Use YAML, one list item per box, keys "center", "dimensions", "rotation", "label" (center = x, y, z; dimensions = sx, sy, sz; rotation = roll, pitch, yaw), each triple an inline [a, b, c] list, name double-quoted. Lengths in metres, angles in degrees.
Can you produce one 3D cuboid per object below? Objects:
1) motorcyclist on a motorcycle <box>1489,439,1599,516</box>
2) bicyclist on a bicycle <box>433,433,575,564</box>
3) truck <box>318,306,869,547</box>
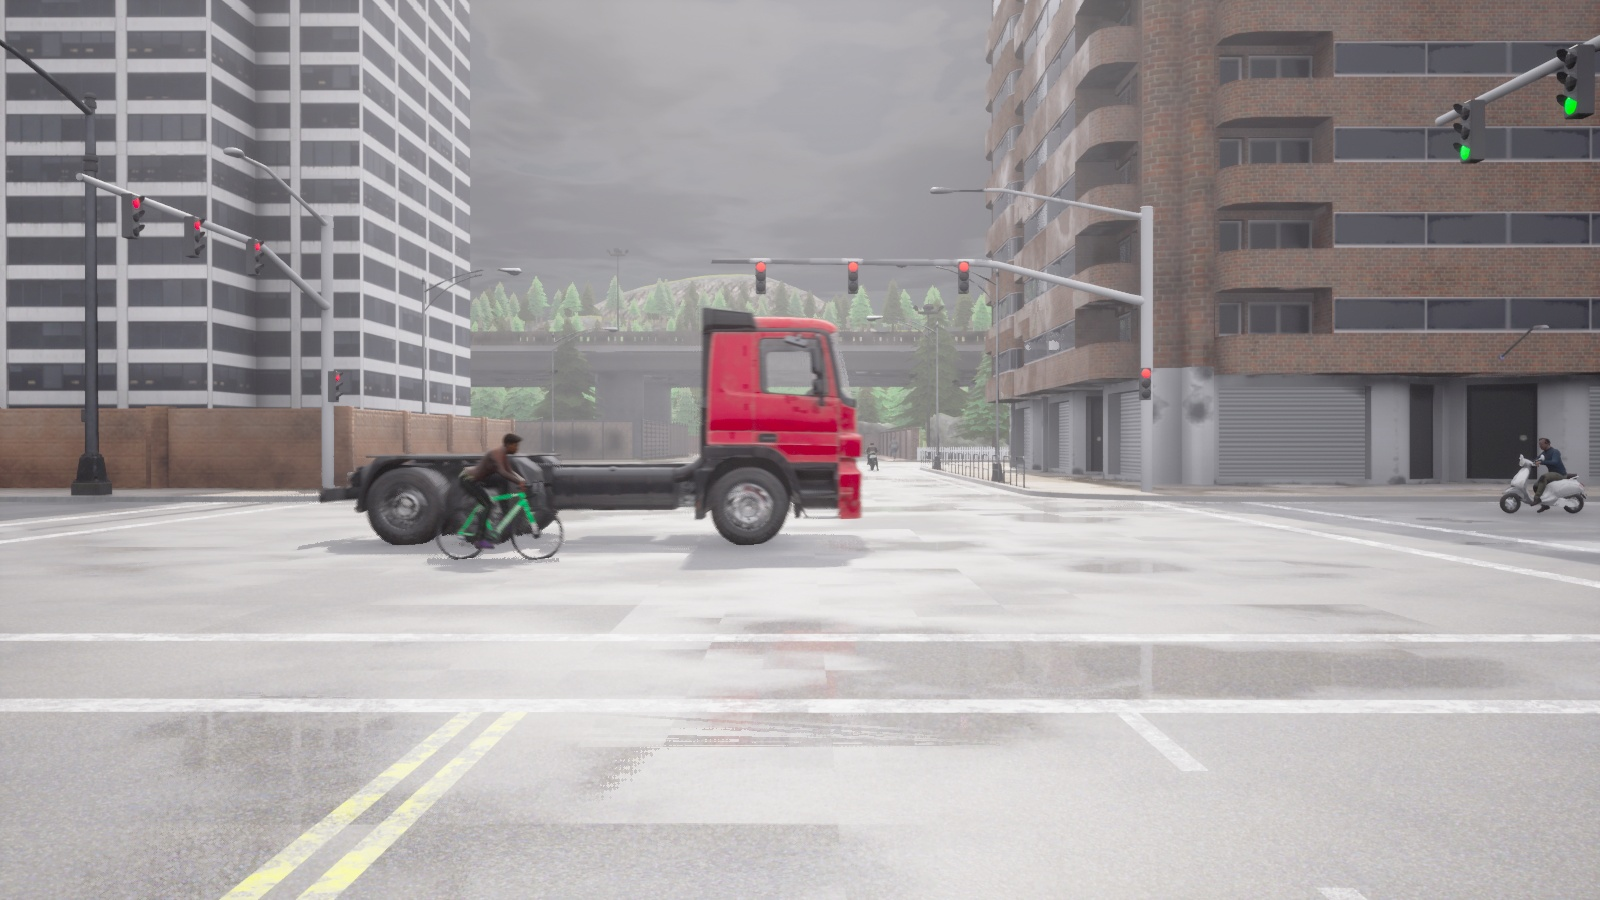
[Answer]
- center: [15.578, 0.564, 26.303]
  dimensions: [1.817, 1.590, 0.866]
  rotation: [0, 0, 1]
  label: "motorcyclist on a motorcycle"
- center: [-3.756, 0.606, 16.011]
  dimensions: [1.656, 1.620, 0.582]
  rotation: [0, 0, 1]
  label: "bicyclist on a bicycle"
- center: [-2.964, -0.348, 19.497]
  dimensions: [7.936, 3.462, 2.891]
  rotation: [0, 0, 1]
  label: "truck"
